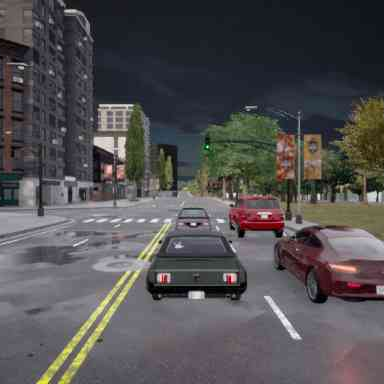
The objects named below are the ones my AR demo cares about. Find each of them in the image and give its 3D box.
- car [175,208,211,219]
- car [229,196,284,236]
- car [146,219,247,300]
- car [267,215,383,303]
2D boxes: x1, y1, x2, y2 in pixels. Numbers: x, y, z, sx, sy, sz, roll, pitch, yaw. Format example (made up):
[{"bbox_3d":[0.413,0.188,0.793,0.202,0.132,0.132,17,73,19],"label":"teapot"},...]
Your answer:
[{"bbox_3d":[0.061,1.543,17.931,2.033,1.411,5.357,0,0,0],"label":"car"},{"bbox_3d":[3.311,1.217,17.862,2.150,2.045,5.566,0,0,0],"label":"car"},{"bbox_3d":[0.083,1.599,8.311,1.895,1.301,4.718,0,0,0],"label":"car"},{"bbox_3d":[3.335,1.524,8.039,1.812,1.442,4.674,0,0,0],"label":"car"}]
